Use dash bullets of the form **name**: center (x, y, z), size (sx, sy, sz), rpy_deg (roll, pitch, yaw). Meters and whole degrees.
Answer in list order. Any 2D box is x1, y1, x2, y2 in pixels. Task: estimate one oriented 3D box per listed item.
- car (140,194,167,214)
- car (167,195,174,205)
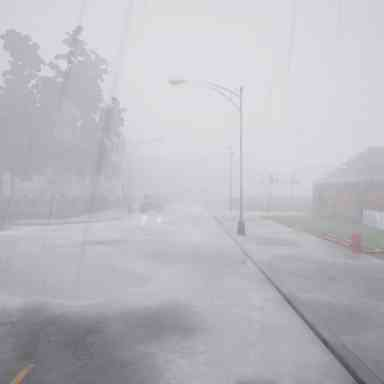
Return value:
- **car**: center (-4.209, 1.218, 35.756), size (2.150, 2.045, 5.566), rpy_deg (0, 0, 0)
- **car**: center (-4.180, 1.345, 56.975), size (2.097, 1.767, 4.553), rpy_deg (0, 0, 0)
